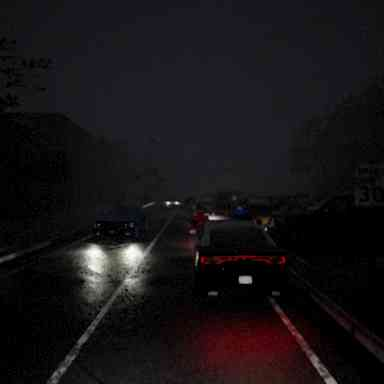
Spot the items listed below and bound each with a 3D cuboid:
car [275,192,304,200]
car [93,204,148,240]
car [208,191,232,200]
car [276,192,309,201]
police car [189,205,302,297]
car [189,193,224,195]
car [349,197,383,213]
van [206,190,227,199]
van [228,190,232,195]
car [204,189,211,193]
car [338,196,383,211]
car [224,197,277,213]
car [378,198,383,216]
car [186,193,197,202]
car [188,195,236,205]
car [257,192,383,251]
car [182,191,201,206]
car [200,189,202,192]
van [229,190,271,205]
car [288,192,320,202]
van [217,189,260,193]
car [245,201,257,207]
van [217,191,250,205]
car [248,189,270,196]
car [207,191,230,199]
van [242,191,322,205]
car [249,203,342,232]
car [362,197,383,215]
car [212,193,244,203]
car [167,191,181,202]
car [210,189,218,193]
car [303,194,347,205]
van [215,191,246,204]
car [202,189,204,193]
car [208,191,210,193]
[{"bbox_3d":[18.680,0.827,64.079,4.892,1.521,2.231,0,1,0],"label":"car"},{"bbox_3d":[-3.367,1.363,16.407,1.882,1.535,5.008,0,0,0],"label":"car"},{"bbox_3d":[5.557,0.664,66.476,4.553,1.767,2.185,0,1,0],"label":"car"},{"bbox_3d":[18.496,0.863,61.302,5.366,1.575,1.946,0,1,0],"label":"car"},{"bbox_3d":[0.966,1.367,8.609,1.930,1.638,5.238,0,0,0],"label":"police car"},{"bbox_3d":[0.948,1.168,24.489,2.097,1.767,4.553,0,1,0],"label":"car"},{"bbox_3d":[18.721,1.279,33.540,4.792,1.488,2.163,0,1,0],"label":"car"},{"bbox_3d":[5.451,0.441,74.883,4.442,1.987,1.878,0,1,0],"label":"van"},{"bbox_3d":[5.796,1.052,30.030,4.442,1.987,1.878,0,0,0],"label":"van"},{"bbox_3d":[5.574,0.619,60.868,5.566,2.045,2.435,0,1,0],"label":"car"},{"bbox_3d":[18.772,1.246,36.323,4.792,1.488,2.163,0,1,0],"label":"car"},{"bbox_3d":[5.702,1.284,32.835,4.792,1.488,2.163,0,0,0],"label":"car"},{"bbox_3d":[18.759,1.296,27.991,5.008,1.535,2.097,0,0,0],"label":"car"},{"bbox_3d":[-0.066,0.922,59.146,1.837,1.490,4.892,0,1,0],"label":"car"},{"bbox_3d":[0.954,1.219,18.481,2.097,1.767,4.553,0,0,0],"label":"car"},{"bbox_3d":[5.693,1.145,13.208,5.566,2.045,2.435,0,0,0],"label":"car"},{"bbox_3d":[-0.034,1.068,45.965,1.882,1.535,5.008,0,1,0],"label":"car"},{"bbox_3d":[5.711,0.420,91.705,5.366,1.575,1.946,0,1,0],"label":"car"},{"bbox_3d":[5.570,1.076,27.228,4.442,1.987,1.878,0,0,0],"label":"van"},{"bbox_3d":[18.726,0.821,55.751,4.553,1.767,2.185,0,1,0],"label":"car"},{"bbox_3d":[5.768,0.930,41.250,4.442,1.987,1.878,0,1,0],"label":"van"},{"bbox_3d":[5.529,1.374,16.013,5.366,1.575,1.946,0,0,0],"label":"car"},{"bbox_3d":[5.754,0.849,46.854,4.442,1.987,1.878,0,1,0],"label":"van"},{"bbox_3d":[18.576,0.169,91.957,5.566,2.045,2.435,0,1,0],"label":"car"},{"bbox_3d":[5.550,0.623,69.279,4.553,1.767,2.185,0,1,0],"label":"car"},{"bbox_3d":[5.817,1.114,21.618,4.442,1.987,1.878,0,0,0],"label":"van"},{"bbox_3d":[5.710,1.399,18.816,4.674,1.452,2.002,0,0,0],"label":"car"},{"bbox_3d":[18.942,1.270,30.769,5.366,1.575,1.946,0,0,0],"label":"car"},{"bbox_3d":[5.617,0.994,52.463,4.892,1.521,2.231,0,1,0],"label":"car"},{"bbox_3d":[-3.387,1.026,58.579,1.895,1.301,4.718,0,1,0],"label":"car"},{"bbox_3d":[5.617,0.864,44.049,5.566,2.045,2.435,0,1,0],"label":"car"},{"bbox_3d":[18.902,1.064,47.425,5.366,1.575,1.946,0,1,0],"label":"car"},{"bbox_3d":[5.747,0.808,49.657,4.442,1.987,1.878,0,1,0],"label":"van"},{"bbox_3d":[5.555,0.626,77.690,5.008,1.535,2.097,0,1,0],"label":"car"},{"bbox_3d":[5.607,0.951,58.069,4.674,1.452,2.002,0,1,0],"label":"car"}]
